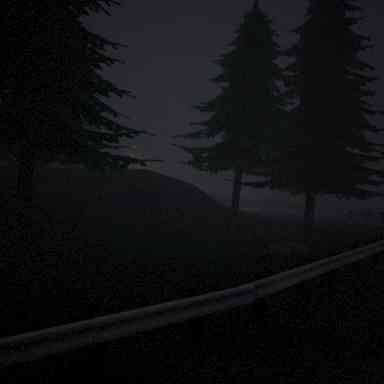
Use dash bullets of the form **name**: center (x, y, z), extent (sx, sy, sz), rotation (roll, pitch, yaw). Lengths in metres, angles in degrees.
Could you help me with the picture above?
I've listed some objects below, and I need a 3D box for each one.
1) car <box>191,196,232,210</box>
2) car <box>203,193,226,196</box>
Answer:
- **car**: center (2.768, 1.565, 47.711), extent (4.718, 1.301, 1.895), rotation (0, 0, 34)
- **car**: center (4.064, 1.182, 51.064), extent (5.566, 2.045, 2.150), rotation (0, 0, 34)
